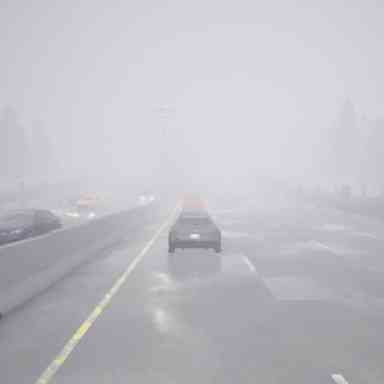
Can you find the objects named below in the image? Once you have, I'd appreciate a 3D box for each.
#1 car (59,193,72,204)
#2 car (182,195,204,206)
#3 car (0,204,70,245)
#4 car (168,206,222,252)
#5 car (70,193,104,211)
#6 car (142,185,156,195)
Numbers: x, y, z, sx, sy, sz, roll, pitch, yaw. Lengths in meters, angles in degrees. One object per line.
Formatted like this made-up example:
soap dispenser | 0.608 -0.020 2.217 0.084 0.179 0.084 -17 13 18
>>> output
car | -14.087 0.883 39.218 2.128 1.511 4.902 0 3 0
car | 0.092 1.028 33.299 2.097 1.767 4.553 0 2 0
car | -7.099 1.435 14.192 1.812 1.442 4.674 0 0 0
car | 0.097 1.479 13.469 1.994 1.385 4.181 0 0 0
car | -10.591 1.099 34.597 1.882 1.535 5.008 0 2 0
car | -7.060 -0.378 54.675 1.895 1.301 4.718 0 7 1
